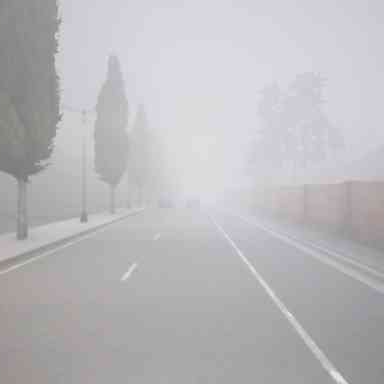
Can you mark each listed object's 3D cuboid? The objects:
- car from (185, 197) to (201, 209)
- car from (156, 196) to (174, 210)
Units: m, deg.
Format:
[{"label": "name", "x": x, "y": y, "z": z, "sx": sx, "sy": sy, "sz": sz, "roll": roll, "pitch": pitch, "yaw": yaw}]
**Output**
[{"label": "car", "x": 0.088, "y": 1.486, "z": 43.772, "sx": 1.837, "sy": 1.490, "sz": 4.892, "roll": 0, "pitch": 0, "yaw": 0}, {"label": "car", "x": -3.414, "y": 1.333, "z": 43.144, "sx": 2.097, "sy": 1.767, "sz": 4.553, "roll": 0, "pitch": 0, "yaw": 0}]
